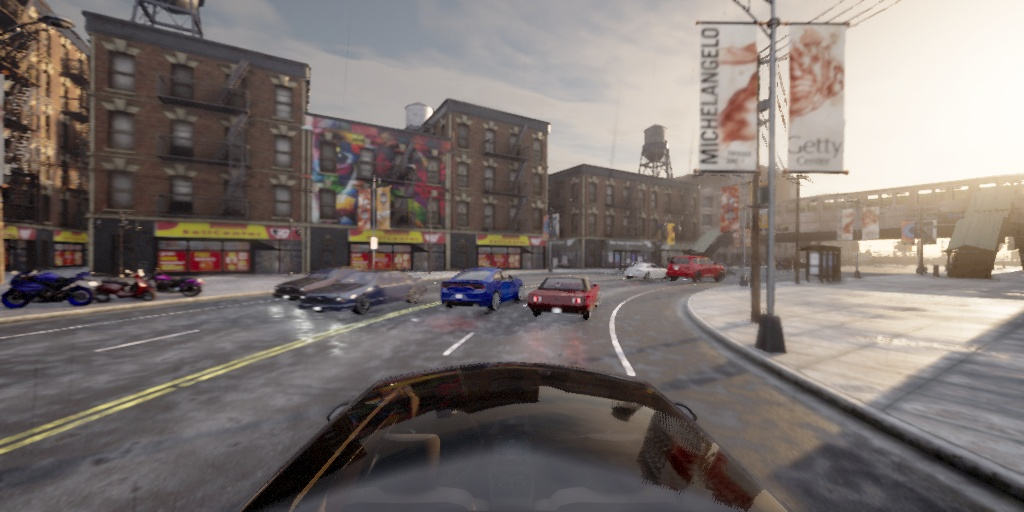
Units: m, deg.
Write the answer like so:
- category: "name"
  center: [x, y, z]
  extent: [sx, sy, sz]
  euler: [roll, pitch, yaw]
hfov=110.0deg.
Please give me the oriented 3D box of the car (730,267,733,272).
- category: "car"
  center: [23.966, 1.479, 42.518]
  extent: [4.718, 1.301, 1.895]
  euler: [0, 0, -30]

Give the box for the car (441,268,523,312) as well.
- category: "car"
  center: [-0.985, 1.201, 14.390]
  extent: [1.882, 1.535, 5.008]
  euler: [0, 0, 19]

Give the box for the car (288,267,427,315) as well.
- category: "car"
  center: [-5.247, 1.239, 13.604]
  extent: [2.033, 1.411, 5.357]
  euler: [0, 0, 17]

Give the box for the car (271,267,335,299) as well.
- category: "car"
  center: [-7.933, 1.213, 16.496]
  extent: [2.033, 1.411, 5.357]
  euler: [0, 0, 20]

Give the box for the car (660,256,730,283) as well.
- category: "car"
  center: [14.782, 1.048, 28.789]
  extent: [5.566, 2.045, 2.150]
  euler: [0, 0, -33]

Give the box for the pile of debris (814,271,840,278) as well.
- category: "pile of debris"
  center: [36.748, 2.155, 41.705]
  extent: [1.860, 0.140, 1.500]
  euler: [0, 0, -30]

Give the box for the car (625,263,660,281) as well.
- category: "car"
  center: [11.578, 1.324, 30.708]
  extent: [4.674, 1.442, 1.812]
  euler: [0, 0, -36]

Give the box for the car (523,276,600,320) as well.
- category: "car"
  center: [2.061, 1.351, 12.888]
  extent: [1.895, 1.301, 4.718]
  euler: [0, 0, 18]
